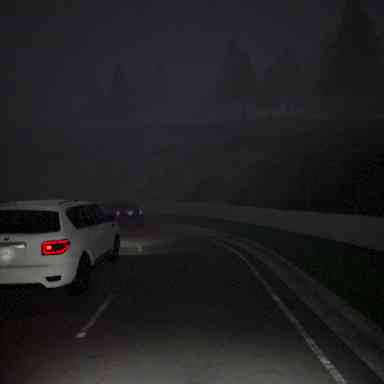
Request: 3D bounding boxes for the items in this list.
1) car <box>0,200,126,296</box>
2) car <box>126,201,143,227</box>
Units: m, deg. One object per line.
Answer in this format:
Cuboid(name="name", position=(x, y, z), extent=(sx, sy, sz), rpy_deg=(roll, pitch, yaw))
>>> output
Cuboid(name="car", position=(-3.408, 1.203, 8.761), extent=(2.150, 2.045, 5.566), rpy_deg=(0, 0, -1))
Cuboid(name="car", position=(-5.103, 1.308, 21.532), extent=(2.097, 1.767, 4.553), rpy_deg=(0, 0, -41))
